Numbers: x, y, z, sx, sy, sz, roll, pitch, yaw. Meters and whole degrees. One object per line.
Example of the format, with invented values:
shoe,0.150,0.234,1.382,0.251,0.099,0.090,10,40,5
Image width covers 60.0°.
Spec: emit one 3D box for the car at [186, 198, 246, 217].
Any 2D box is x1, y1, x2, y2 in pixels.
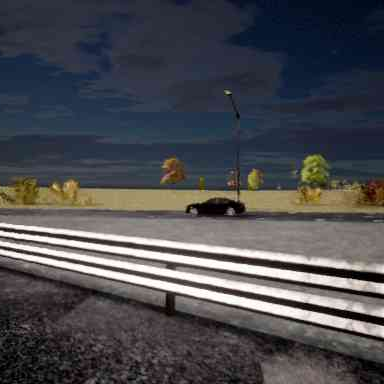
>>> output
car,1.937,1.222,27.436,5.008,1.535,1.882,0,0,15
